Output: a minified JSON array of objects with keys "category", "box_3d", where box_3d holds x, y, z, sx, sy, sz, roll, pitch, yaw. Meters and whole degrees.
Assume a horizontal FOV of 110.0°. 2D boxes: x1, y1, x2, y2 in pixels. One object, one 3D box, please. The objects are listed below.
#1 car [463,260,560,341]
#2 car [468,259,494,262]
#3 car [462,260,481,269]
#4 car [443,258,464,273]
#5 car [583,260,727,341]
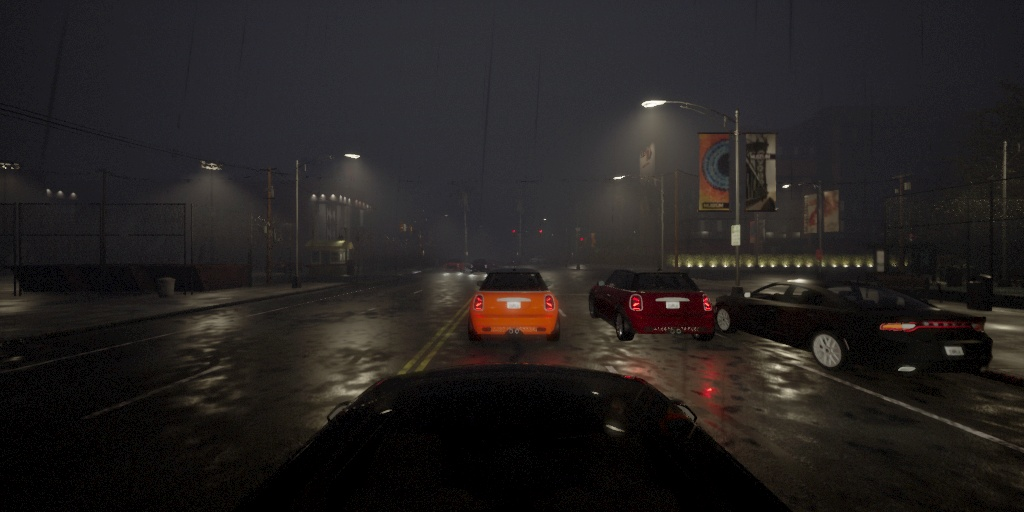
[{"category":"car","box_3d":[0.061,1.102,10.011,2.097,1.767,4.553,0,0,0]},{"category":"car","box_3d":[-3.569,1.101,40.593,2.097,1.767,4.553,0,0,0]},{"category":"car","box_3d":[-6.512,1.351,57.797,1.895,1.301,4.718,0,0,8]},{"category":"car","box_3d":[-7.031,1.101,44.010,2.097,1.767,4.553,0,0,1]},{"category":"car","box_3d":[3.561,1.102,10.028,2.097,1.767,4.553,0,0,0]}]
